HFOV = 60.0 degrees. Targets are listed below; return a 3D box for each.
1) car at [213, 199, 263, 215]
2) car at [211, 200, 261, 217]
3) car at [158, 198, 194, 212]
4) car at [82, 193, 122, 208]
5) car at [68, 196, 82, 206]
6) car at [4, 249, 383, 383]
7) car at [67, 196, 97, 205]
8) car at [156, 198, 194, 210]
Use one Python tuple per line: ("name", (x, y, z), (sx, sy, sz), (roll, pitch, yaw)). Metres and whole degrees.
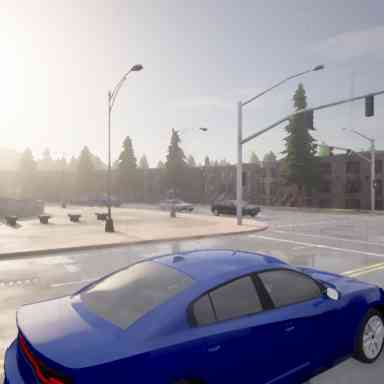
("car", (4.782, 1.547, 35.268), (2.033, 1.411, 5.357), (0, 0, -36))
("car", (3.823, 1.478, 30.620), (1.882, 1.535, 5.008), (0, 0, -36))
("car", (-1.781, 1.601, 38.096), (1.895, 1.301, 4.718), (0, 0, -39))
("car", (-12.662, 1.213, 47.958), (5.566, 2.045, 2.150), (1, 1, 31))
("car", (-17.499, 1.601, 54.254), (4.718, 1.301, 1.895), (0, 0, 22))
("car", (0.528, 1.478, 4.175), (5.008, 1.535, 1.882), (0, 0, -35))
("car", (-19.470, 1.505, 58.717), (4.892, 1.490, 1.837), (0, -1, 18))
("car", (-2.296, 1.548, 44.079), (2.033, 1.411, 5.357), (0, 0, -44))
